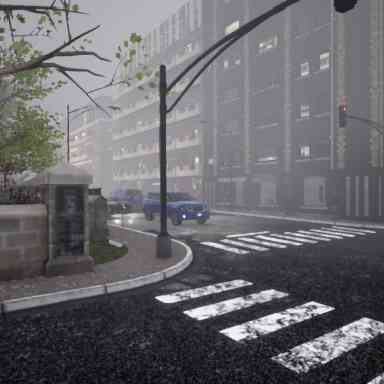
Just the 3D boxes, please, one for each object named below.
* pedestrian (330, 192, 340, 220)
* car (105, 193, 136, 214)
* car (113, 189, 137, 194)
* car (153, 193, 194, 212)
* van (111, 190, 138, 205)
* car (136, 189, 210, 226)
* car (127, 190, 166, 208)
[{"bbox_3d":[9.402,0.902,21.910,0.375,1.860,0.375,1,-1,-36],"label":"pedestrian"},{"bbox_3d":[-6.855,1.098,29.322,1.994,1.385,4.181,0,1,-36],"label":"car"},{"bbox_3d":[-7.156,0.648,35.142,2.150,2.045,5.566,0,1,-36],"label":"car"},{"bbox_3d":[-1.873,0.949,32.341,1.967,1.590,4.097,1,1,-36],"label":"car"},{"bbox_3d":[-8.401,0.654,41.249,1.690,1.788,3.998,1,1,-36],"label":"van"},{"bbox_3d":[-1.194,0.926,21.594,2.150,2.045,5.566,0,1,-36],"label":"car"},{"bbox_3d":[-5.136,0.726,36.794,2.192,1.841,5.009,1,1,-36],"label":"car"}]
